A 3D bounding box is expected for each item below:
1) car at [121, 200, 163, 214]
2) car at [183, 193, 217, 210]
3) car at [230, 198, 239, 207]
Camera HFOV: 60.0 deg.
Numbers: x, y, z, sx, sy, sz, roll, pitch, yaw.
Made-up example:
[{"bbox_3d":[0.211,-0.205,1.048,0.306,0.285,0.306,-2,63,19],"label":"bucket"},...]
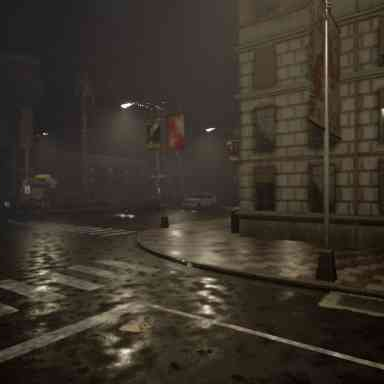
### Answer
[{"bbox_3d":[-5.027,1.547,35.640,2.033,1.411,5.357,0,0,36],"label":"car"},{"bbox_3d":[1.092,1.222,43.890,2.150,2.045,5.566,0,0,37],"label":"car"},{"bbox_3d":[7.922,1.478,51.655,5.008,1.535,1.882,0,0,-43],"label":"car"}]
